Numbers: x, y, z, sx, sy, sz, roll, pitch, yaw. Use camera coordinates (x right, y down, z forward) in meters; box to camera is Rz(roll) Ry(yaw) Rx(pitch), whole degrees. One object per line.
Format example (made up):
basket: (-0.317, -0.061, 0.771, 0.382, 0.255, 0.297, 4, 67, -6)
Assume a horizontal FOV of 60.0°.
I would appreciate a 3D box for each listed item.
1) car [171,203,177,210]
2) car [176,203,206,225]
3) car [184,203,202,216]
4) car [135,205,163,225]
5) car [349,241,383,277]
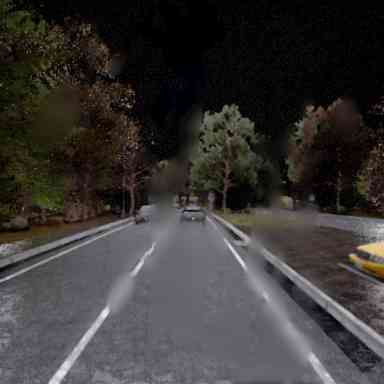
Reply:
car: (-3.244, 3.079, 68.273, 1.812, 1.442, 4.674, 0, -2, 0)
car: (0.102, 1.774, 26.351, 2.128, 1.511, 4.902, 0, -1, 0)
car: (0.103, 2.246, 43.051, 2.128, 1.511, 4.902, 0, -2, 0)
car: (-3.346, 1.795, 26.674, 1.837, 1.490, 4.892, 0, -1, 0)
car: (6.900, 1.483, 8.428, 5.366, 1.575, 1.946, 0, 0, 0)
